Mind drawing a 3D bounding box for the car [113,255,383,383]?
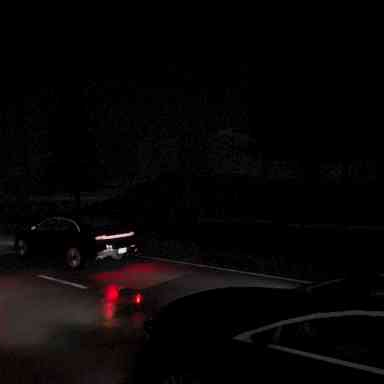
[{"bbox_3d":[1.647,1.493,2.820,4.902,1.511,2.128,0,0,35],"label":"car"}]

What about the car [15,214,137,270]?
[{"bbox_3d":[-3.989,1.477,11.036,4.902,1.511,2.128,0,0,35],"label":"car"}]
